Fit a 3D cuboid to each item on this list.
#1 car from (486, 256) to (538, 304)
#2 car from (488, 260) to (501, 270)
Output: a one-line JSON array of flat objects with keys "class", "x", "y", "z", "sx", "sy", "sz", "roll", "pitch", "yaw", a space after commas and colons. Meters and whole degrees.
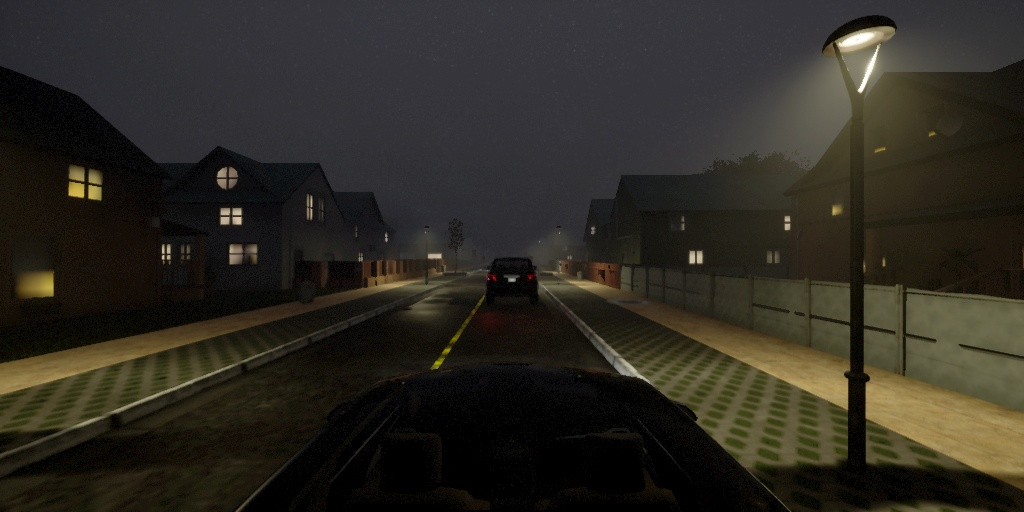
[{"class": "car", "x": 0.000, "y": 1.021, "z": 16.534, "sx": 2.150, "sy": 2.045, "sz": 5.566, "roll": 0, "pitch": 0, "yaw": 0}, {"class": "car", "x": -2.750, "y": 1.462, "z": 57.509, "sx": 1.837, "sy": 1.490, "sz": 4.892, "roll": 0, "pitch": 0, "yaw": 0}]
